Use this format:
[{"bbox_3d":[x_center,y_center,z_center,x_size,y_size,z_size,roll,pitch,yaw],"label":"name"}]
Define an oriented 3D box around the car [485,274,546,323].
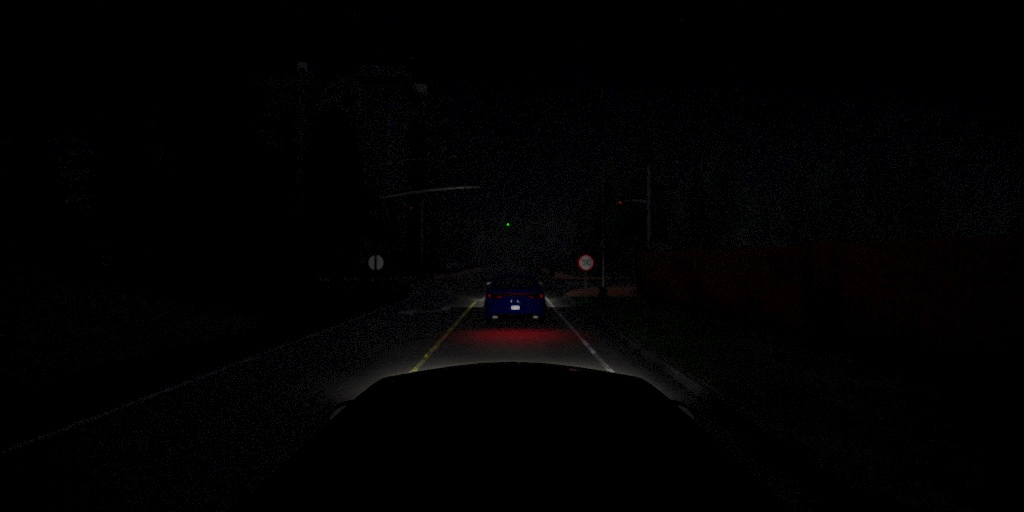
[{"bbox_3d":[0.102,1.359,12.774,1.882,1.535,5.008,0,-1,0],"label":"car"}]
